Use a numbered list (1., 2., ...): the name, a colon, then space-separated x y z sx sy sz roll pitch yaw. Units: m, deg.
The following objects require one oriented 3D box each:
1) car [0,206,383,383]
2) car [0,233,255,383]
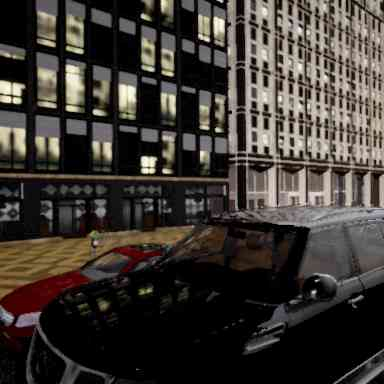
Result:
1. car: 1.010 1.236 4.057 5.566 2.045 2.150 0 0 -38
2. car: -1.004 1.616 5.903 4.206 1.307 1.802 0 -1 -38
